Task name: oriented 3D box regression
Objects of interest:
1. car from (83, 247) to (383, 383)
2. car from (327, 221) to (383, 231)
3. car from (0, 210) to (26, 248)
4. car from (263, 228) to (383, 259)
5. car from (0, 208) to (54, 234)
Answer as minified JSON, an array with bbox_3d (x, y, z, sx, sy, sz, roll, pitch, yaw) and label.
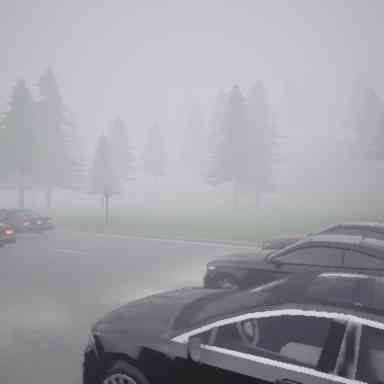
[{"bbox_3d":[1.140,1.491,2.840,4.902,1.511,2.128,0,0,33],"label":"car"},{"bbox_3d":[4.232,1.525,9.001,4.674,1.442,1.812,0,0,33],"label":"car"},{"bbox_3d":[-9.240,1.547,13.306,5.357,1.411,2.033,0,0,32],"label":"car"},{"bbox_3d":[2.439,1.526,6.141,4.674,1.442,1.812,0,0,33],"label":"car"},{"bbox_3d":[-9.706,1.548,17.706,5.357,1.411,2.033,0,0,30],"label":"car"}]
